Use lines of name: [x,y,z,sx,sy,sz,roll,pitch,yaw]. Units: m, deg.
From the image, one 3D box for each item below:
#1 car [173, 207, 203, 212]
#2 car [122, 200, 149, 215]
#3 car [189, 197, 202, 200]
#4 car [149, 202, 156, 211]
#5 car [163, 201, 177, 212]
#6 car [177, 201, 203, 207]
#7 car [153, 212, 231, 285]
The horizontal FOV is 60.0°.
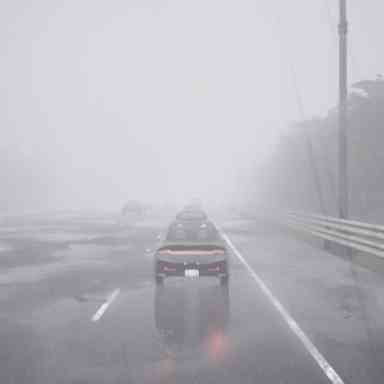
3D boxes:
car: [-0.009,1.765,19.260,1.895,1.301,4.718,0,-1,0]
car: [-6.757,1.762,39.270,2.097,1.767,4.553,0,-1,2]
car: [0.555,1.730,49.674,2.150,2.045,5.566,0,-1,2]
car: [-6.492,2.129,48.363,1.895,1.301,4.718,0,-1,2]
car: [-3.033,2.040,47.325,2.033,1.411,5.357,0,-1,2]
car: [0.005,1.812,29.582,2.033,1.411,5.357,0,-1,0]
car: [-0.004,1.572,9.703,2.128,1.511,4.902,0,0,0]
